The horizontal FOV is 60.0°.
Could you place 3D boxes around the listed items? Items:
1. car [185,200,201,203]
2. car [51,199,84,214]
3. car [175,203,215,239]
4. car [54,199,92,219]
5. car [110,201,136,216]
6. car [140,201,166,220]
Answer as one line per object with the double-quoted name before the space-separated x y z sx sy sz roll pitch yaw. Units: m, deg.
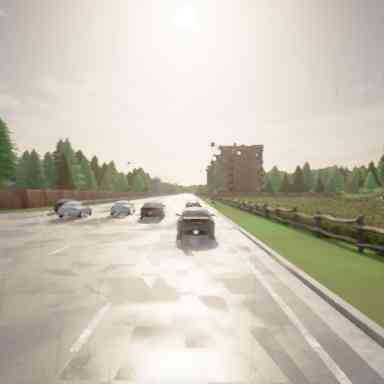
"car" 0.146 1.656 38.971 1.994 1.385 4.181 0 0 0
"car" -13.845 1.552 37.336 1.837 1.490 4.892 0 0 0
"car" 0.174 1.547 17.474 1.837 1.490 4.892 0 0 0
"car" -10.337 1.564 29.574 1.812 1.442 4.674 0 0 0
"car" -6.839 1.583 33.120 1.812 1.442 4.674 0 0 0
"car" -3.340 1.536 29.119 1.882 1.535 5.008 0 0 0
